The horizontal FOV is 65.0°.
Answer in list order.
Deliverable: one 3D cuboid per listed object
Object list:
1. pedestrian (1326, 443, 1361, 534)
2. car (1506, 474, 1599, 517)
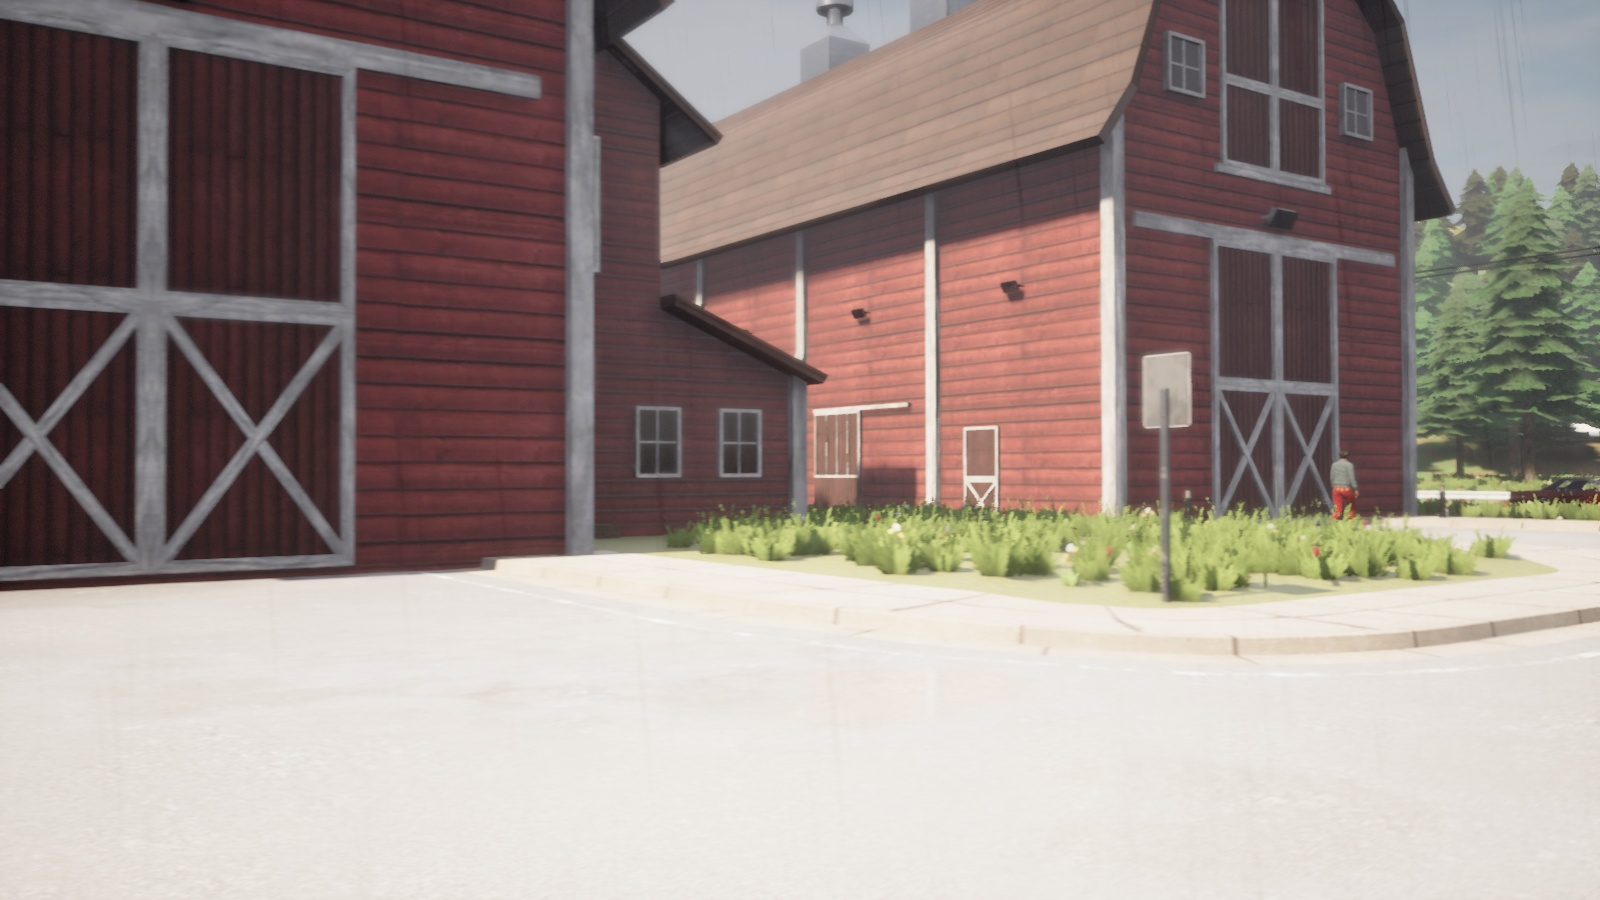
[{"bbox_3d":[11.185,0.785,25.839,0.614,1.847,0.353,0,-1,-34],"label":"pedestrian"},{"bbox_3d":[24.890,1.399,39.061,1.895,1.301,4.718,0,-1,-34],"label":"car"}]
